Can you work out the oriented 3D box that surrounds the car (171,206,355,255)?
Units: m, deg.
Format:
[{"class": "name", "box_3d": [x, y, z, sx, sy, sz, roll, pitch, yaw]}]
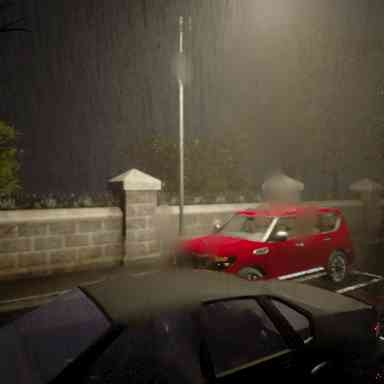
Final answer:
[{"class": "car", "box_3d": [1.834, 1.303, 7.870, 5.009, 1.841, 2.192, 0, 0, -35]}]

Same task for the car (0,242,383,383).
[{"class": "car", "box_3d": [-0.401, 1.545, 3.056, 5.357, 1.411, 2.033, 0, 0, -32]}]
